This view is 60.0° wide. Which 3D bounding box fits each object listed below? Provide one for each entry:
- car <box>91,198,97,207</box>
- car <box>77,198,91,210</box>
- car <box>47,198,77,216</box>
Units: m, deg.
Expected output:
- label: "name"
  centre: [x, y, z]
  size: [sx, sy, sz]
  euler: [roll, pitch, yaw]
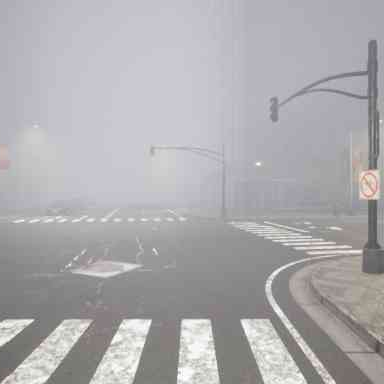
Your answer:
- label: "car"
  centre: [-16.375, 1.598, 53.139]
  size: [1.994, 1.385, 4.181]
  euler: [0, 0, -9]
- label: "car"
  centre: [-14.783, 1.502, 43.294]
  size: [1.882, 1.535, 5.008]
  euler: [0, 0, -9]
- label: "car"
  centre: [-13.196, 1.541, 33.462]
  size: [1.812, 1.442, 4.674]
  euler: [0, 0, -10]
